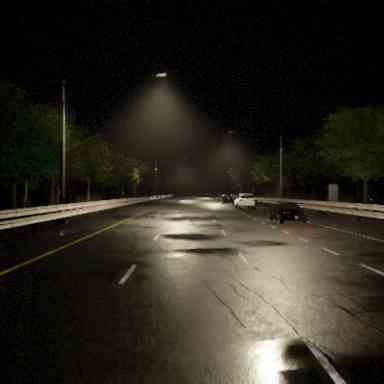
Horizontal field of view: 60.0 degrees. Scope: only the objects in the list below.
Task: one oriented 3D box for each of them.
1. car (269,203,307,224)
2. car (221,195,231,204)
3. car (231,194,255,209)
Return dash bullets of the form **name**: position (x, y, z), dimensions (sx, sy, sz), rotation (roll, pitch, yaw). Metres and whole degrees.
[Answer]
- **car**: position (6.994, 1.540, 24.537), dimensions (1.812, 1.442, 4.674), rotation (0, 0, 0)
- **car**: position (6.992, 1.382, 65.851), dimensions (2.097, 1.767, 4.553), rotation (0, 0, 0)
- **car**: position (6.991, 1.255, 44.551), dimensions (2.150, 2.045, 5.566), rotation (0, 0, 0)
